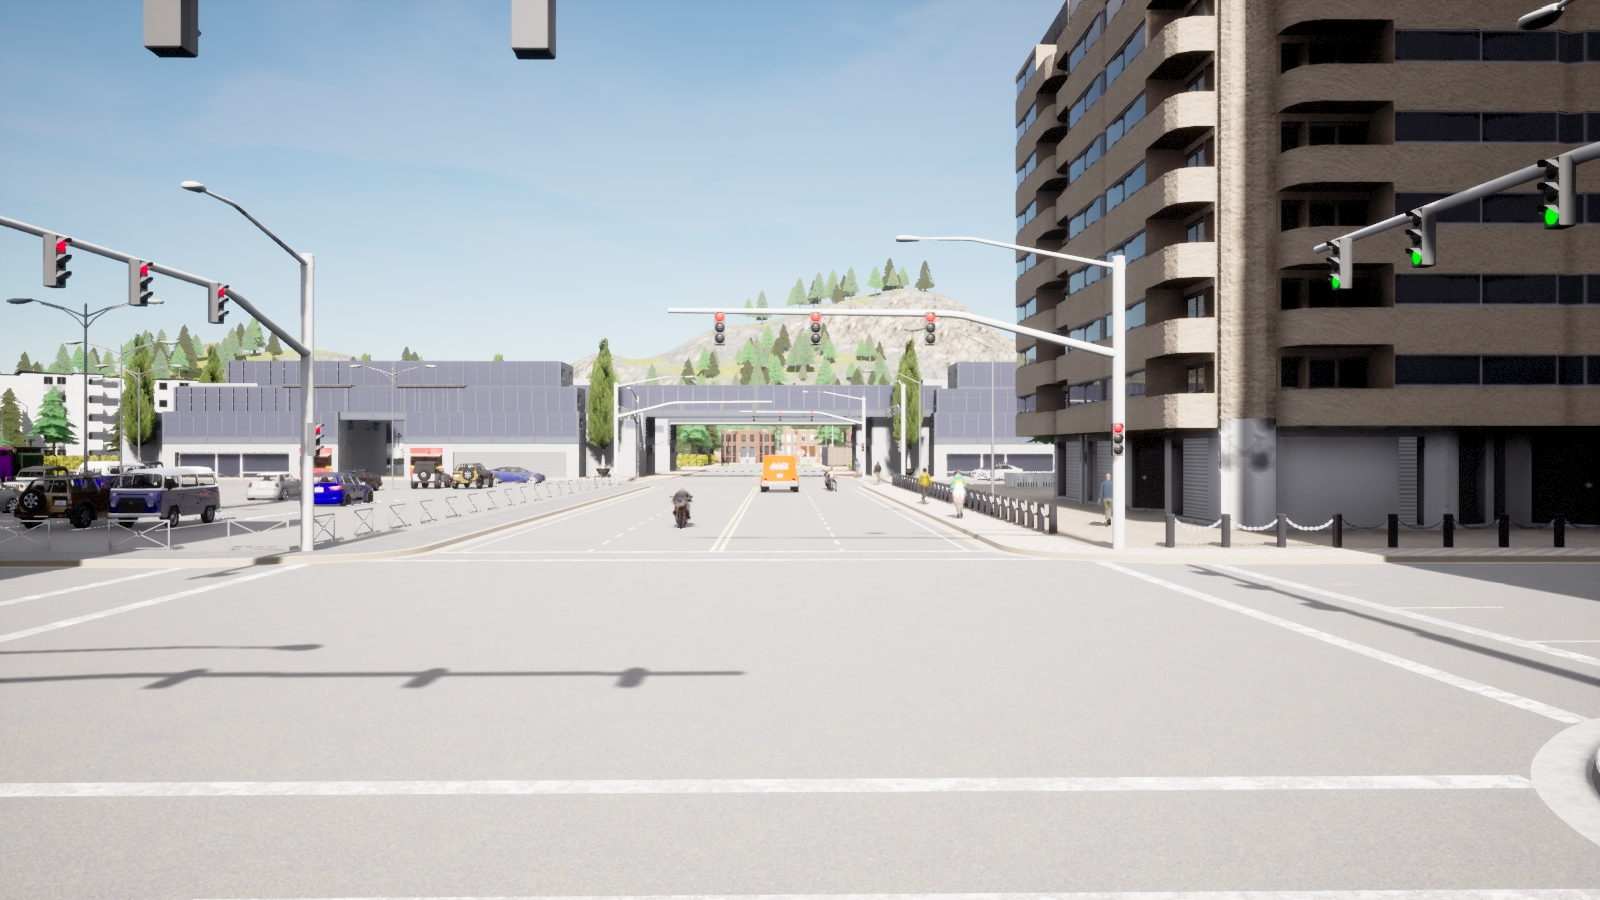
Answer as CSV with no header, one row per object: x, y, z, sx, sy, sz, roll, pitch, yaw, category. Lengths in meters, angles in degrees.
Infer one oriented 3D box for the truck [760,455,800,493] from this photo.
-1.366,1.564,77.071,2.627,2.467,5.204,0,0,-1,truck

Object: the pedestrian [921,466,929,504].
6.084,1.695,55.636,0.375,1.860,0.375,0,0,-2,pedestrian

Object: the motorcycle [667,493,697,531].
-4.243,2.205,41.206,0.867,1.251,2.209,0,0,-1,motorcycle

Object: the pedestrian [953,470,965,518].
6.160,1.695,44.143,0.375,1.860,0.375,0,0,-7,pedestrian

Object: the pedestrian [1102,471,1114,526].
10.512,1.648,39.009,0.375,1.860,0.375,0,0,17,pedestrian

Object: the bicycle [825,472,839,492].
2.134,2.158,77.288,0.859,1.276,1.487,0,0,-1,bicycle
